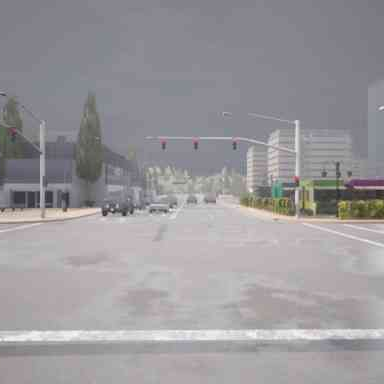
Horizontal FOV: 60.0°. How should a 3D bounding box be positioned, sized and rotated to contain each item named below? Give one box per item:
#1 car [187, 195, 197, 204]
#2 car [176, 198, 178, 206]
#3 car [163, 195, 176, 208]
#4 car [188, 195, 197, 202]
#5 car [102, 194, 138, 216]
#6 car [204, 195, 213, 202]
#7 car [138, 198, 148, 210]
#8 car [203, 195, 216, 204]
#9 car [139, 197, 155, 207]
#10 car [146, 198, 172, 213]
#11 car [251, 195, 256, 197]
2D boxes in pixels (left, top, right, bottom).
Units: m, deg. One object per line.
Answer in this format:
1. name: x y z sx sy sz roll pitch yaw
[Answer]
1. car: 0.047 1.489 63.620 2.128 1.511 4.902 0 0 0
2. car: -3.542 1.350 55.925 2.097 1.767 4.553 0 0 0
3. car: -3.564 1.503 46.061 1.837 1.490 4.892 0 0 0
4. car: 0.055 1.369 73.894 1.837 1.490 4.892 0 0 0
5. car: -7.089 1.220 32.408 2.150 2.045 5.566 0 0 1
6. car: 3.555 1.394 73.893 1.812 1.442 4.674 0 0 0
7. car: -7.068 1.490 42.296 2.128 1.511 4.902 0 0 0
8. car: 3.547 1.489 63.618 2.128 1.511 4.902 0 0 0
9. car: -7.051 1.562 52.253 1.994 1.385 4.181 0 0 0
10. car: -3.573 1.599 36.747 1.895 1.301 4.718 0 0 0
11. car: 17.833 1.150 86.775 4.605 1.855 1.932 0 0 -1
